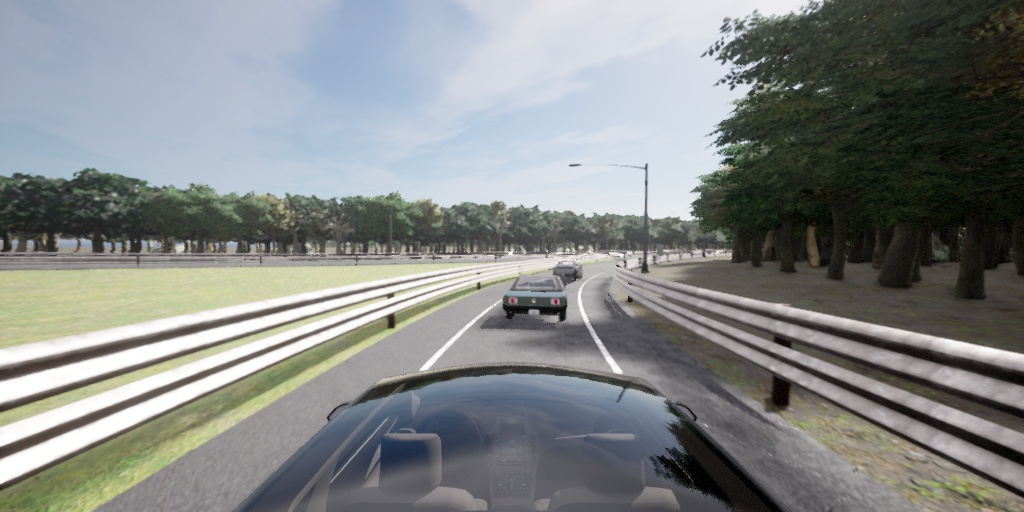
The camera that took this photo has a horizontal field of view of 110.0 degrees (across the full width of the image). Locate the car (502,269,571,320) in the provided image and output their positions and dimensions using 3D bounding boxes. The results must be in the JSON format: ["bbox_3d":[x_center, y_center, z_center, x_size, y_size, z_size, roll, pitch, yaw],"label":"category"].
[{"bbox_3d":[0.941,1.302,12.400,1.895,1.301,4.718,0,0,8],"label":"car"}]

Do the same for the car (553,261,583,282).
[{"bbox_3d":[4.444,1.123,28.141,2.128,1.511,4.902,1,1,18],"label":"car"}]
